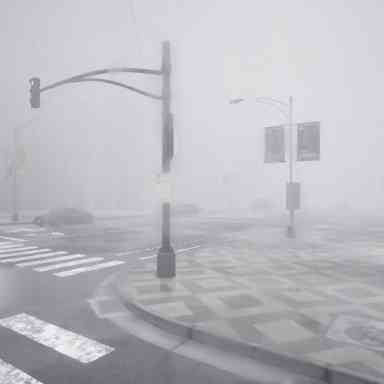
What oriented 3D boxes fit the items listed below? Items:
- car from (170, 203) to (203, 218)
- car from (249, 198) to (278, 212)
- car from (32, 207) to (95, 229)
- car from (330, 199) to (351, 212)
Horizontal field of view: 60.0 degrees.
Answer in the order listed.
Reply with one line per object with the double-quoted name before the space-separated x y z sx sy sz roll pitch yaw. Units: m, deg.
"car" -0.679 1.945 35.668 1.837 1.490 4.892 0 -1 35
"car" 11.000 1.964 52.021 2.150 2.045 5.566 0 -1 35
"car" -9.081 1.791 23.792 1.994 1.385 4.181 0 -1 35
"car" 24.538 2.383 54.115 2.128 1.511 4.902 0 -1 36
